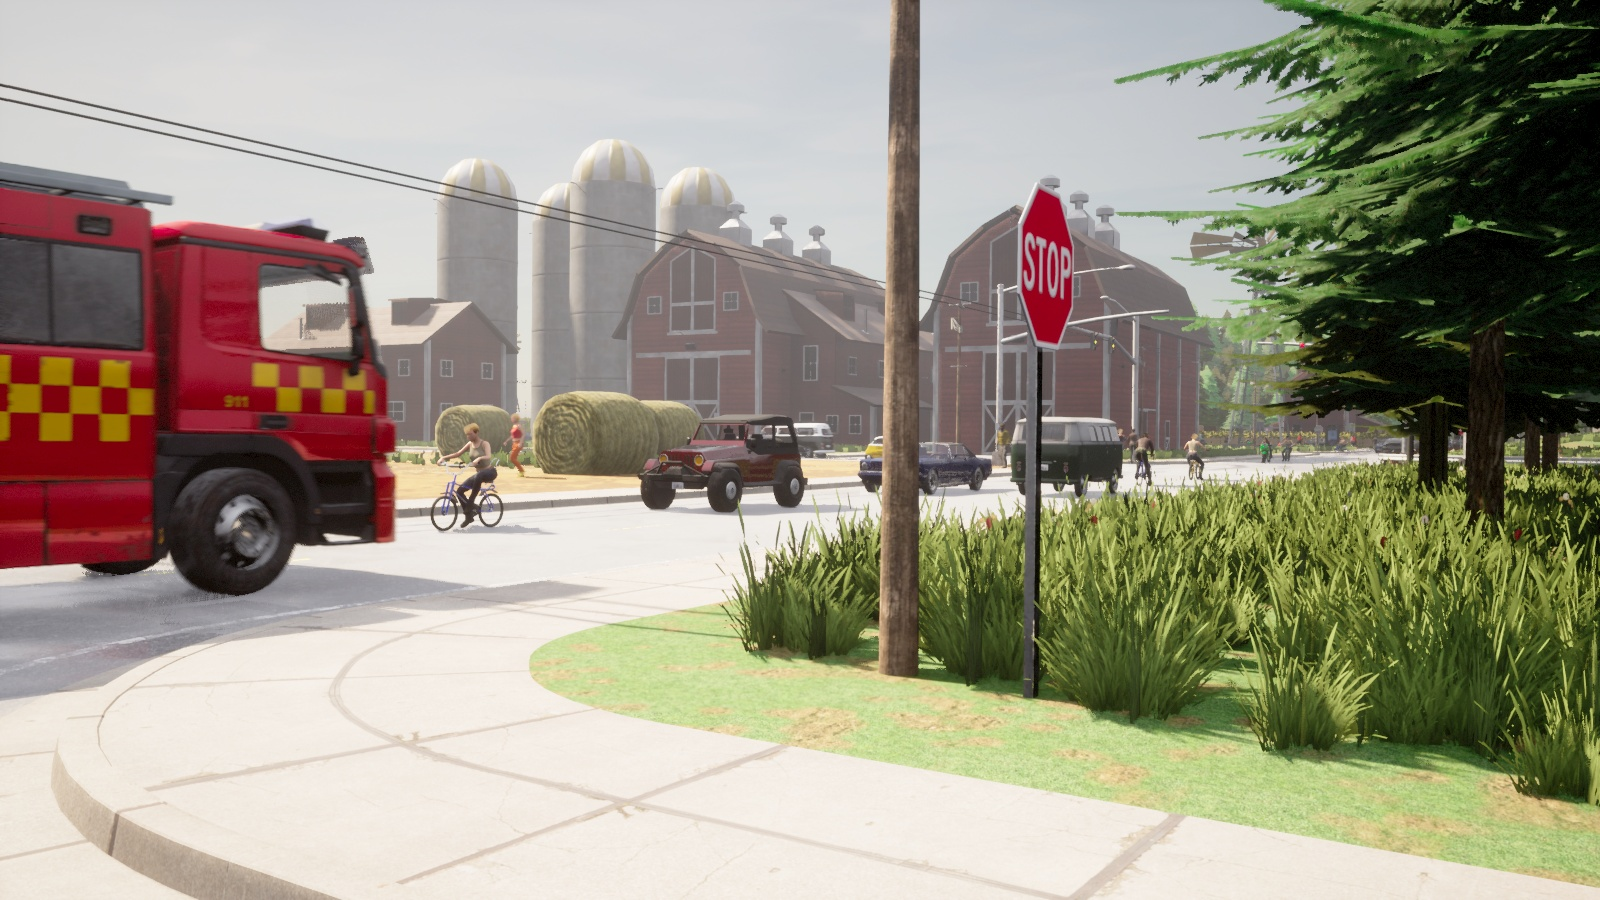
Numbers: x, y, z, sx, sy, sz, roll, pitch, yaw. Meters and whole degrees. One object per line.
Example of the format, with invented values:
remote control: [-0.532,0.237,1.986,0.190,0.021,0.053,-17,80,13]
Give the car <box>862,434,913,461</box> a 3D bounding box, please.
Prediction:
car: [4.517,-0.138,64.968,2.207,1.376,1.481,0,1,30]

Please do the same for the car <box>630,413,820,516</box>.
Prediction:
car: [-1.407,0.233,25.069,1.905,1.878,3.866,0,1,31]

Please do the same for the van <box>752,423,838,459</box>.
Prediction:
van: [-0.308,-0.513,71.761,4.480,2.038,2.069,0,1,30]

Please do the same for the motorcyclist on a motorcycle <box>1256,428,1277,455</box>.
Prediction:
motorcyclist on a motorcycle: [26.969,-0.487,72.584,0.797,1.523,2.044,0,1,31]

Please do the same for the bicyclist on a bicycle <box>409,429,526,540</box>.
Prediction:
bicyclist on a bicycle: [-5.018,0.488,19.032,0.866,1.612,1.509,0,1,31]

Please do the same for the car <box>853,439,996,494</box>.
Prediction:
car: [3.359,0.385,33.049,1.895,1.301,4.718,0,1,31]

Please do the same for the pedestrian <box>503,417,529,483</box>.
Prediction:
pedestrian: [-7.946,-0.013,35.132,0.594,1.836,0.345,-1,1,-34]

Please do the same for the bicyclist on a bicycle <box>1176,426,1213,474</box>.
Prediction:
bicyclist on a bicycle: [13.684,-0.015,43.524,0.866,1.612,1.509,0,1,31]

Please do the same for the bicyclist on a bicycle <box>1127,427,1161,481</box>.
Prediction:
bicyclist on a bicycle: [10.448,0.104,38.093,0.582,1.620,1.656,0,1,31]

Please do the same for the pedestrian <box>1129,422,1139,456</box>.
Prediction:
pedestrian: [17.413,-0.574,65.487,0.328,1.805,0.869,0,1,28]

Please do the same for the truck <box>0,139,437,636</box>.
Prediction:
truck: [-7.479,-0.477,10.320,2.891,3.827,8.468,0,1,39]

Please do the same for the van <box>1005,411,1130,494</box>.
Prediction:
van: [6.932,0.017,32.205,1.775,1.987,4.442,0,1,31]

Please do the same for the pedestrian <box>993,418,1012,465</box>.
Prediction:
pedestrian: [7.952,-0.332,49.277,0.370,1.835,0.726,0,1,44]
